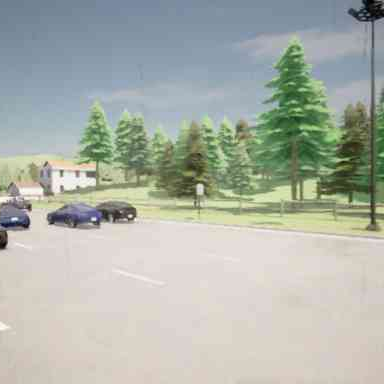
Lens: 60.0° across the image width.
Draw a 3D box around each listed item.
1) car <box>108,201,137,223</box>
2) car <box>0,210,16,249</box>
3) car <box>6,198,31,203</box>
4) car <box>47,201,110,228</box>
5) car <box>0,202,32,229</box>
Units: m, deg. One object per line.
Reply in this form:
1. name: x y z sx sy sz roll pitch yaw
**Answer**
1. car: -6.117 1.427 24.849 4.892 1.490 1.837 0 0 42
2. car: -8.992 1.535 13.296 4.181 1.385 1.994 0 0 42
3. car: -19.499 1.401 36.936 4.902 1.511 2.128 0 0 42
4. car: -7.598 1.464 21.469 4.674 1.442 1.812 0 0 42
5. car: -11.602 1.515 20.370 4.181 1.385 1.994 0 0 42
